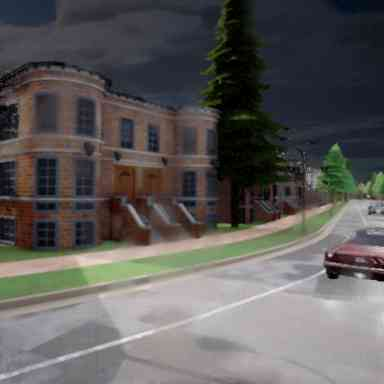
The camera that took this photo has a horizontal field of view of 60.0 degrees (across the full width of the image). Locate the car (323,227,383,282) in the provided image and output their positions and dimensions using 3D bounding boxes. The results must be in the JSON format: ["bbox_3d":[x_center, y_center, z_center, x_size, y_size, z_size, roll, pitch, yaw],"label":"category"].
[{"bbox_3d":[5.481,1.740,9.735,1.895,1.301,4.718,0,-1,40],"label":"car"}]

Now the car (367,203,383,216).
[{"bbox_3d":[21.917,2.052,39.342,2.128,1.511,4.902,0,-1,26],"label":"car"}]
